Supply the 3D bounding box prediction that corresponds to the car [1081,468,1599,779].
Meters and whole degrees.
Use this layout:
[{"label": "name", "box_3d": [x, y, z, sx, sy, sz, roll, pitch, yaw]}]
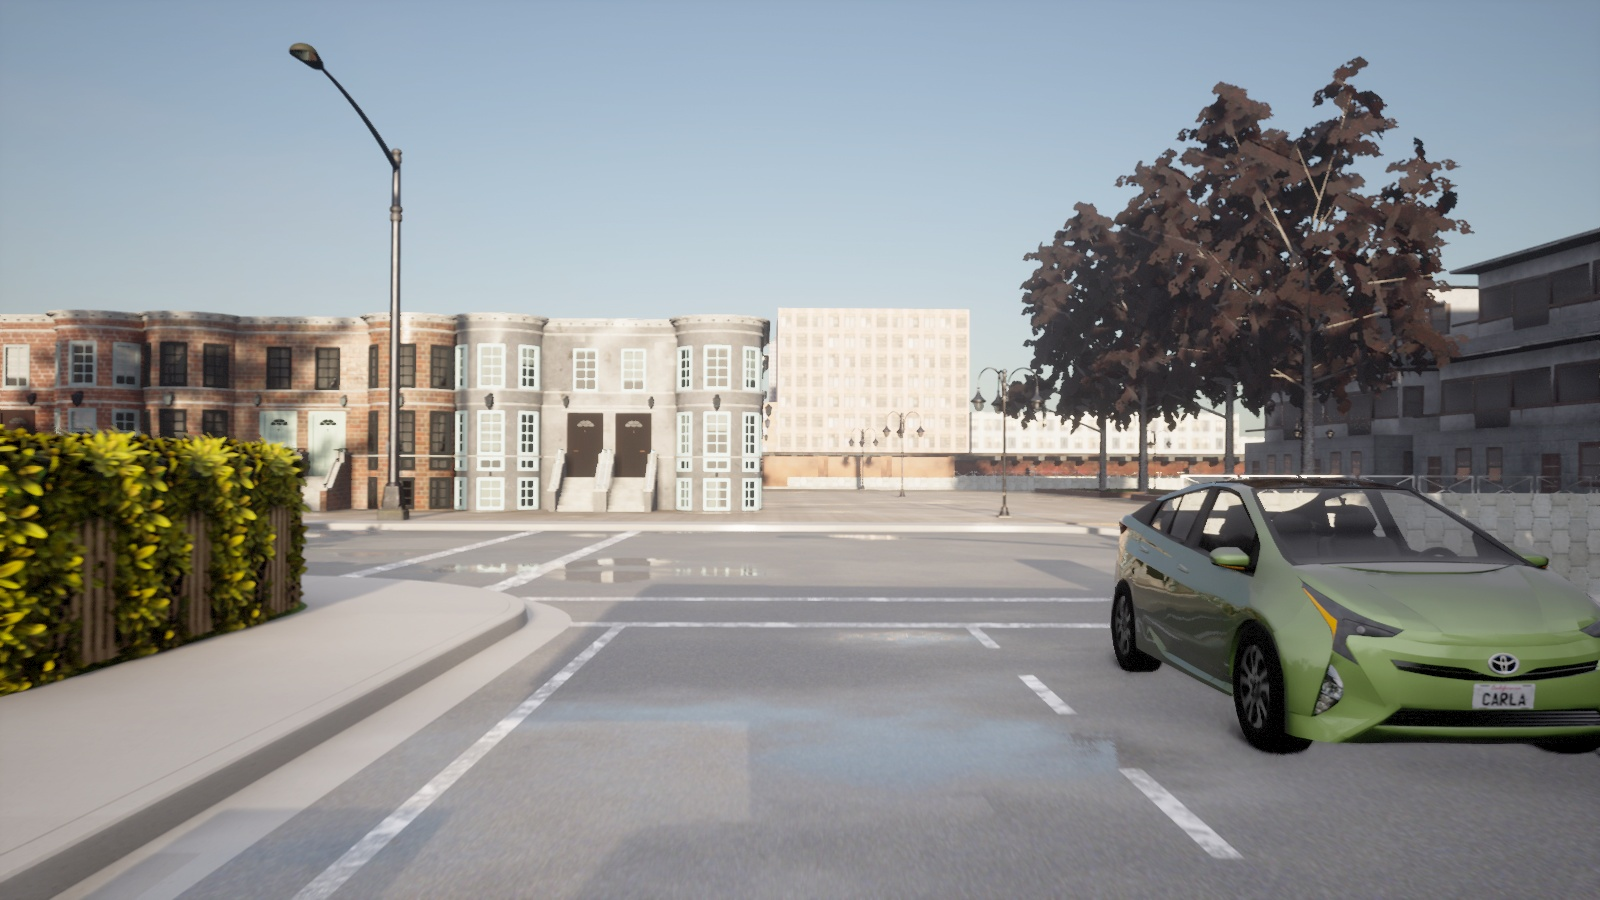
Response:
[{"label": "car", "box_3d": [3.448, 0.889, 8.465, 2.007, 1.525, 4.514, 0, -1, -1]}]
